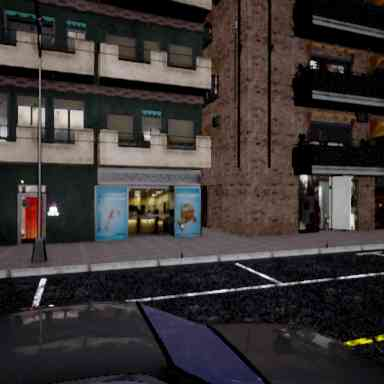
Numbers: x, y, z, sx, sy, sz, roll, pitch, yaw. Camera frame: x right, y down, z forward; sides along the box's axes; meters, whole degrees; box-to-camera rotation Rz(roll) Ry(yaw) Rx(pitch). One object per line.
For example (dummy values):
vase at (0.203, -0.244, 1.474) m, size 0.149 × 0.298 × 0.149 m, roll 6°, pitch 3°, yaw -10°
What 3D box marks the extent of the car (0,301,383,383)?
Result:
car at (-0.776, 1.546, 2.114) m, size 5.357 × 1.411 × 2.033 m, roll 0°, pitch 0°, yaw -20°
